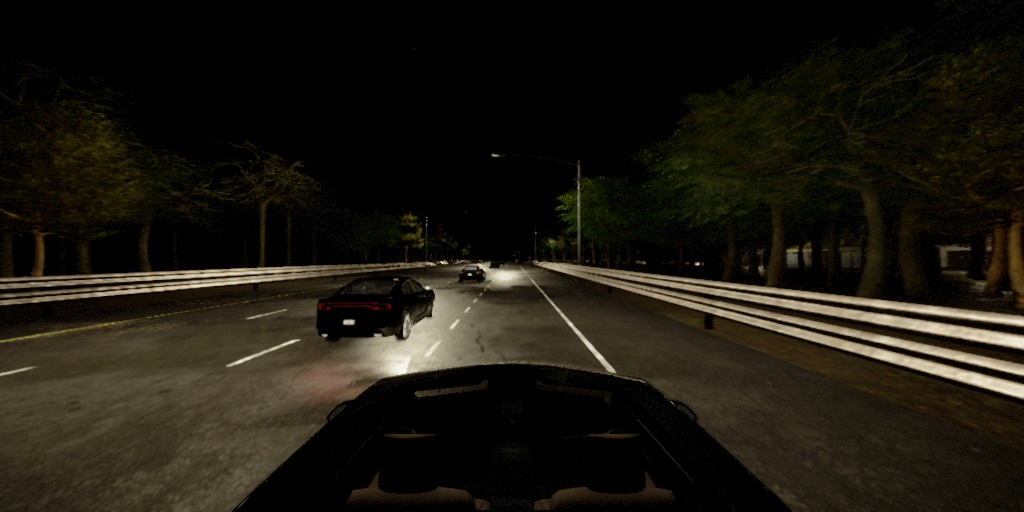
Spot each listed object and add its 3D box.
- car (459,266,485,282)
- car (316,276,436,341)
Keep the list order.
[{"bbox_3d":[-3.428,1.512,31.277,1.994,1.385,4.181,0,0,0],"label":"car"},{"bbox_3d":[-3.486,1.286,10.153,1.882,1.535,5.008,0,0,0],"label":"car"}]
